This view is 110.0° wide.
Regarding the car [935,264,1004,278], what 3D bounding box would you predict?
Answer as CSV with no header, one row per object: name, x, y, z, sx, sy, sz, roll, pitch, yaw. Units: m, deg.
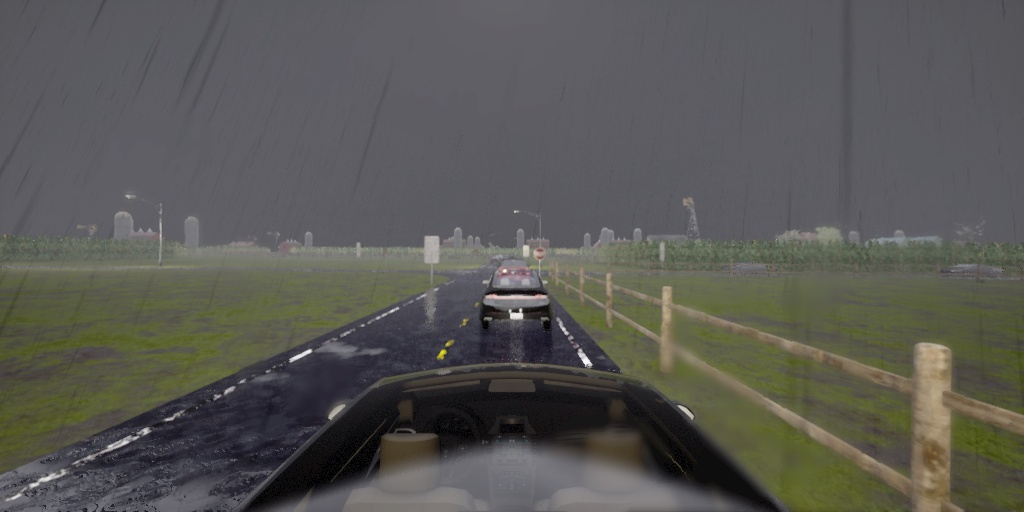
car,48.061,1.544,37.717,5.357,1.411,2.033,1,0,0

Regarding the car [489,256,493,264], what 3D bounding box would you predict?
car,-2.796,0.673,61.106,2.033,1.411,5.357,0,1,0

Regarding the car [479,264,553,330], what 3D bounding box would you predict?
car,0.102,1.154,10.727,2.128,1.511,4.902,0,1,0

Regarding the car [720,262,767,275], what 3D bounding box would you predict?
car,24.392,1.267,37.896,4.181,1.385,1.994,1,0,0

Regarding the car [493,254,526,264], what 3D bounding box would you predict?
car,0.104,0.898,22.288,2.097,1.767,4.553,0,1,0
